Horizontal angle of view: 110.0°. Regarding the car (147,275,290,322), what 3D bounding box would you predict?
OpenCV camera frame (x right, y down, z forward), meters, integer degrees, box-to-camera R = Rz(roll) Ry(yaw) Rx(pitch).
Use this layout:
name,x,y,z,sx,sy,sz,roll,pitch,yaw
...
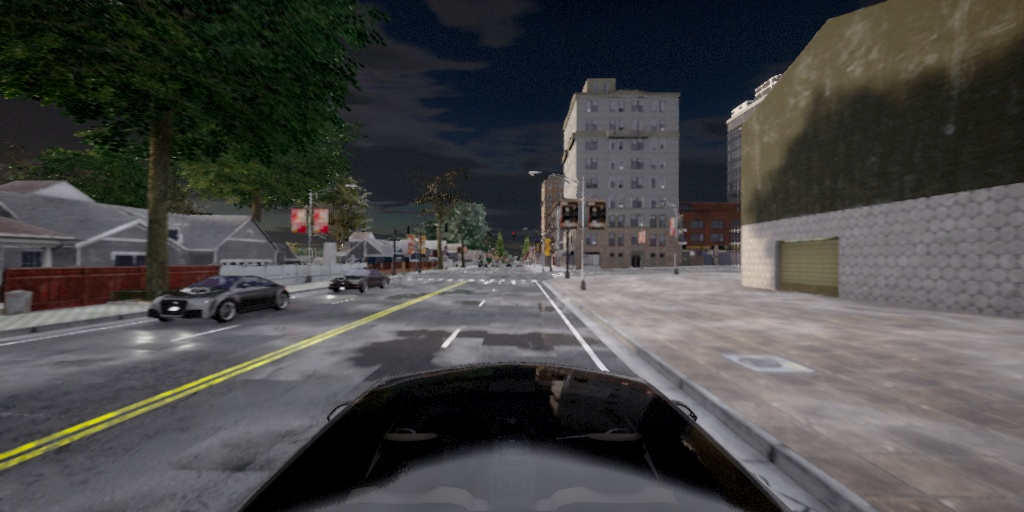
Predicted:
name,x,y,z,sx,sy,sz,roll,pitch,yaw
car,-9.676,1.354,12.293,1.994,1.385,4.181,0,-1,1

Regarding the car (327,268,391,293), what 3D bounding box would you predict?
name,x,y,z,sx,sy,sz,roll,pitch,yaw
car,-9.431,1.467,22.720,2.033,1.411,5.357,0,-1,2
